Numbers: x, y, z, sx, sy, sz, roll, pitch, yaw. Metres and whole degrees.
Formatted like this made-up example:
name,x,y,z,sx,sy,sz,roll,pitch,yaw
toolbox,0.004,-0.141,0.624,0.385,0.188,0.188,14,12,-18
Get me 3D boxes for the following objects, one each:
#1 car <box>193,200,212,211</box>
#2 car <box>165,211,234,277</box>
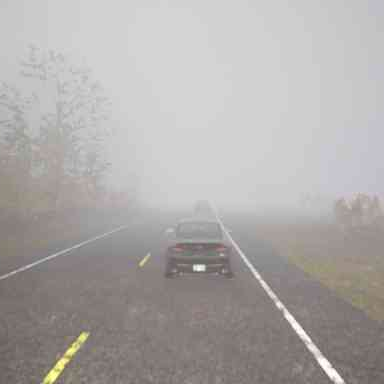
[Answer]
name,x,y,z,sx,sy,sz,roll,pitch,yaw
car,1.311,1.732,39.497,2.097,1.767,4.553,0,-1,3
car,0.220,1.605,10.553,1.837,1.490,4.892,0,0,1
